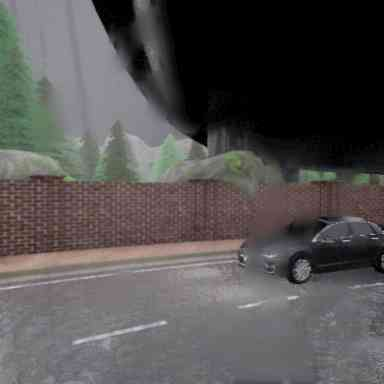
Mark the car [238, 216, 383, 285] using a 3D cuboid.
[{"bbox_3d":[3.622,1.443,9.204,4.892,1.490,1.837,0,0,-21],"label":"car"}]
